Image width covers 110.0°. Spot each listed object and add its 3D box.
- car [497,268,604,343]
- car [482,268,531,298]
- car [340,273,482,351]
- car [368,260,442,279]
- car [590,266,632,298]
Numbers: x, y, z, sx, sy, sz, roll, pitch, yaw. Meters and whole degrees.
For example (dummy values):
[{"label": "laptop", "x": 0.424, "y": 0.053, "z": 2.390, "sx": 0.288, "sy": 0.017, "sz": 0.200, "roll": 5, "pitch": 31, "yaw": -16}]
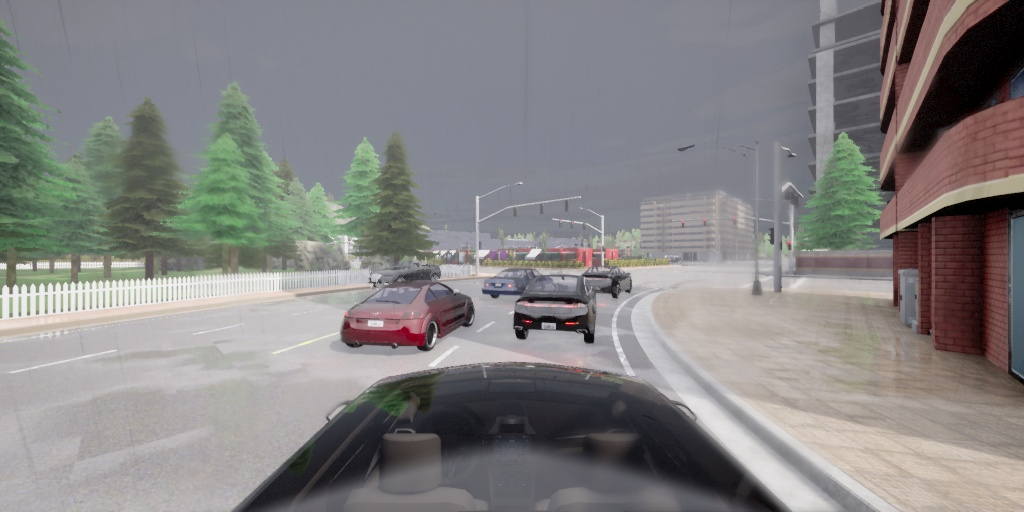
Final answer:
[{"label": "car", "x": 1.349, "y": 1.242, "z": 9.787, "sx": 2.128, "sy": 1.511, "sz": 4.902, "roll": 0, "pitch": 0, "yaw": 14}, {"label": "car", "x": 0.473, "y": 1.297, "z": 17.834, "sx": 2.033, "sy": 1.411, "sz": 5.357, "roll": 0, "pitch": 0, "yaw": 25}, {"label": "car", "x": -2.361, "y": 1.314, "z": 9.117, "sx": 1.994, "sy": 1.385, "sz": 4.181, "roll": 0, "pitch": 0, "yaw": 10}, {"label": "car", "x": -6.096, "y": 0.993, "z": 20.917, "sx": 2.128, "sy": 1.511, "sz": 4.902, "roll": 0, "pitch": 0, "yaw": 26}, {"label": "car", "x": 4.846, "y": 1.236, "z": 18.346, "sx": 2.128, "sy": 1.511, "sz": 4.902, "roll": 1, "pitch": 1, "yaw": 29}]
